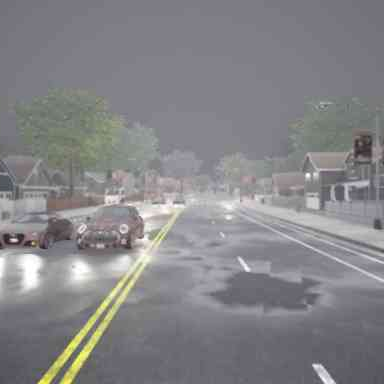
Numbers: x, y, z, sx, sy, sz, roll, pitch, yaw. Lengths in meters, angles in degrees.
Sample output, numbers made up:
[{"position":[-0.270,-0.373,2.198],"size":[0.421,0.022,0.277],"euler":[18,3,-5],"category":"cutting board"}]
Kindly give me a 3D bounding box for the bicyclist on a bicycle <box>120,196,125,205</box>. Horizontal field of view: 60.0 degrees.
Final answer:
[{"position":[-8.493,1.408,40.490],"size":[0.659,1.776,1.843],"euler":[0,0,2],"category":"bicyclist on a bicycle"}]

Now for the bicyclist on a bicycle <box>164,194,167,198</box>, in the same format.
[{"position":[-6.121,1.347,76.790],"size":[0.659,1.776,1.843],"euler":[0,0,6],"category":"bicyclist on a bicycle"}]

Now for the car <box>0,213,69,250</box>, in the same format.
[{"position":[-6.593,1.594,14.294],"size":[1.994,1.385,4.181],"euler":[0,0,0],"category":"car"}]

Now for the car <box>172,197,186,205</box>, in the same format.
[{"position":[-2.216,1.581,57.976],"size":[1.994,1.385,4.181],"euler":[0,0,4],"category":"car"}]

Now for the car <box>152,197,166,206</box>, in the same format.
[{"position":[-5.572,1.582,56.500],"size":[1.994,1.385,4.181],"euler":[0,0,4],"category":"car"}]

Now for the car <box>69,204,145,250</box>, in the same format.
[{"position":[-3.342,1.382,14.389],"size":[2.097,1.767,4.553],"euler":[0,0,0],"category":"car"}]
